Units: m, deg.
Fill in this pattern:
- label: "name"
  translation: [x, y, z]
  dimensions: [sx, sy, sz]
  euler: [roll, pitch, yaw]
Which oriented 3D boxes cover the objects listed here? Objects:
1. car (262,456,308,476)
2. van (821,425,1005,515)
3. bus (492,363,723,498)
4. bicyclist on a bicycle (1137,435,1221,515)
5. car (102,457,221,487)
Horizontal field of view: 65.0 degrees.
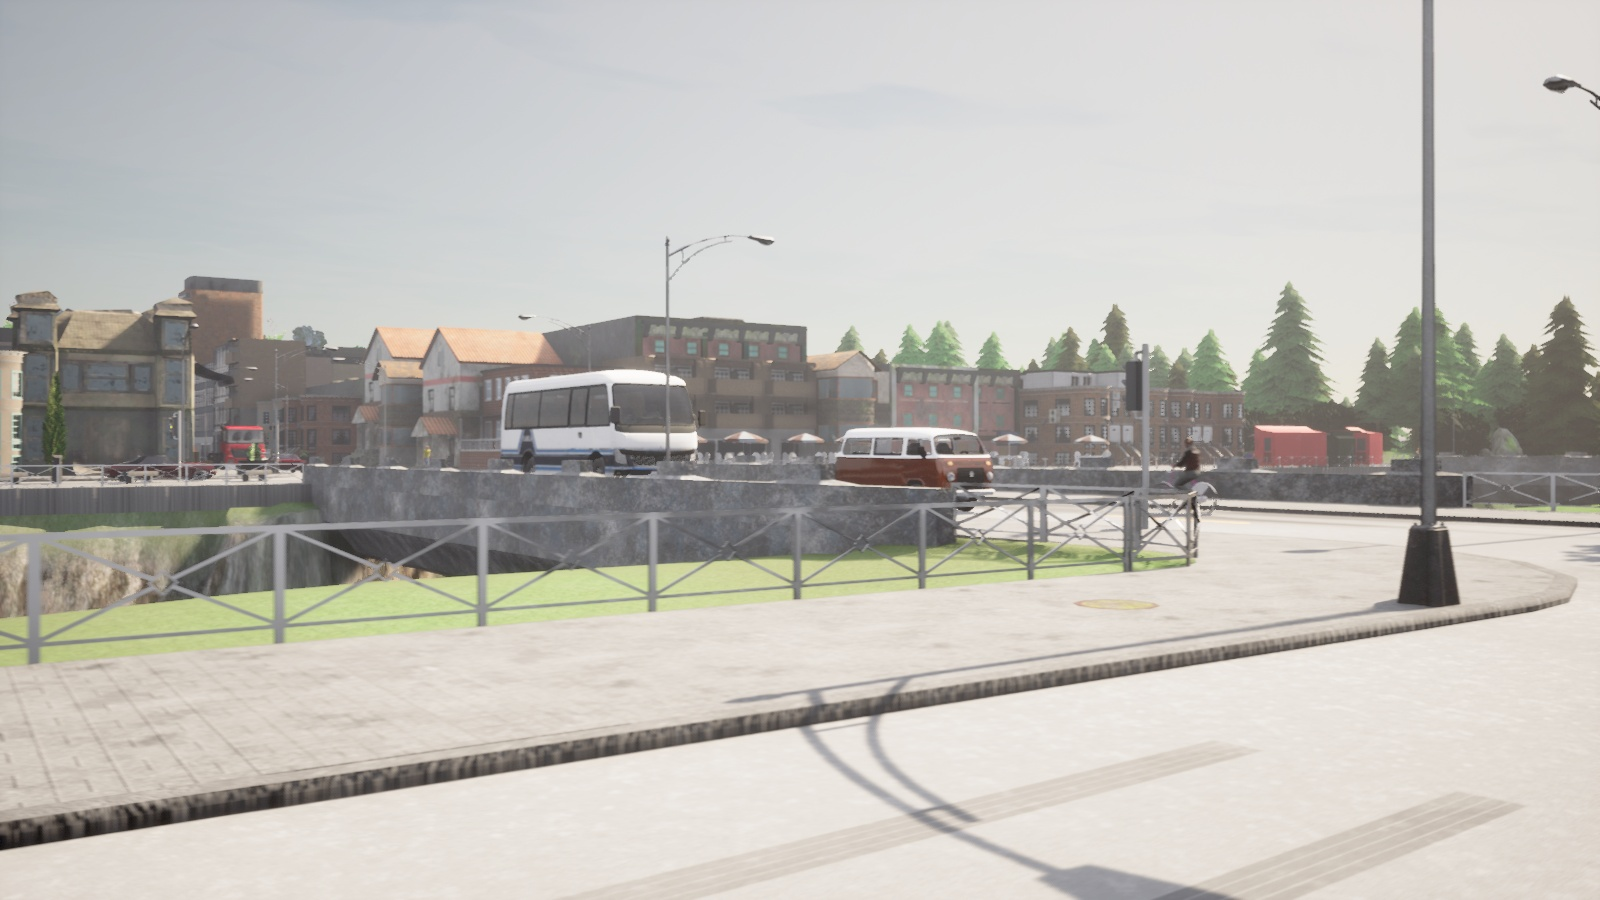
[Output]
- label: "car"
  translation: [-34.525, 1.033, 84.105]
  dimensions: [1.895, 1.301, 4.718]
  euler: [0, 0, -34]
- label: "van"
  translation: [2.667, 0.447, 30.721]
  dimensions: [2.069, 2.038, 4.480]
  euler: [0, 0, -35]
- label: "bus"
  translation: [-7.153, -0.598, 44.801]
  dimensions: [3.944, 4.253, 10.273]
  euler: [0, 0, -35]
- label: "bicyclist on a bicycle"
  translation: [8.731, 0.558, 29.000]
  dimensions: [0.659, 1.776, 1.843]
  euler: [0, 0, -35]
- label: "car"
  translation: [-29.834, 1.011, 58.705]
  dimensions: [4.718, 1.301, 1.895]
  euler: [0, 0, -35]
